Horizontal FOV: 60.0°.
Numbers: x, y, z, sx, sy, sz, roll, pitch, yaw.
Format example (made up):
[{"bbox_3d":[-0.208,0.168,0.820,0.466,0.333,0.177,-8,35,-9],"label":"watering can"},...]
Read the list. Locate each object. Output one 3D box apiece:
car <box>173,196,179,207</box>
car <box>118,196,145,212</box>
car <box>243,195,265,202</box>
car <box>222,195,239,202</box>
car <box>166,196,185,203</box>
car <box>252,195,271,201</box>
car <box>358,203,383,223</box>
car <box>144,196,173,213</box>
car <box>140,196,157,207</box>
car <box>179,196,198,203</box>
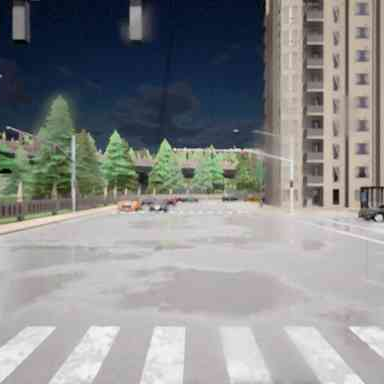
[{"bbox_3d":[-3.455,1.536,50.679,1.895,1.301,4.718,0,0,2],"label":"car"},{"bbox_3d":[-7.075,1.304,38.101,2.097,1.767,4.553,0,0,0],"label":"car"},{"bbox_3d":[13.582,1.384,73.897,5.008,1.535,1.882,0,0,-37],"label":"car"},{"bbox_3d":[8.570,1.430,74.087,4.674,1.442,1.812,0,0,-42],"label":"car"},{"bbox_3d":[-3.452,1.509,68.950,1.895,1.301,4.718,0,0,25],"label":"car"},{"bbox_3d":[16.669,1.451,79.944,4.181,1.385,1.994,0,0,-24],"label":"car"},{"bbox_3d":[15.376,1.527,25.580,4.892,1.490,1.837,0,0,0],"label":"car"},{"bbox_3d":[-3.584,1.445,36.548,2.128,1.511,4.902,0,0,0],"label":"car"},{"bbox_3d":[-6.824,1.437,52.735,1.837,1.490,4.892,0,0,3],"label":"car"},{"bbox_3d":[-0.374,1.478,67.001,1.994,1.385,4.181,0,0,23],"label":"car"}]
